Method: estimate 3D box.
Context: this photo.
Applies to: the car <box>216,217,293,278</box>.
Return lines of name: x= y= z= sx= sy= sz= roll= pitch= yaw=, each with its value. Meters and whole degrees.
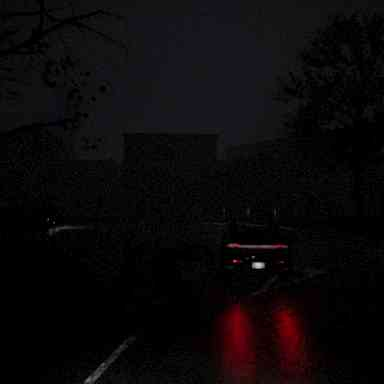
car: x=1.805 y=1.530 z=10.306 sx=2.128 sy=1.511 sz=4.902 roll=0 pitch=0 yaw=5

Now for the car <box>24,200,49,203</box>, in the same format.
car: x=-13.212 y=1.486 z=28.816 sx=2.185 sy=1.767 sz=4.553 roll=-1 pitch=0 yaw=-5

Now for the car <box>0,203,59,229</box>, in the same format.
car: x=-11.665 y=1.644 z=21.593 sx=5.357 sy=1.411 sz=2.033 roll=0 pitch=0 yaw=-3
